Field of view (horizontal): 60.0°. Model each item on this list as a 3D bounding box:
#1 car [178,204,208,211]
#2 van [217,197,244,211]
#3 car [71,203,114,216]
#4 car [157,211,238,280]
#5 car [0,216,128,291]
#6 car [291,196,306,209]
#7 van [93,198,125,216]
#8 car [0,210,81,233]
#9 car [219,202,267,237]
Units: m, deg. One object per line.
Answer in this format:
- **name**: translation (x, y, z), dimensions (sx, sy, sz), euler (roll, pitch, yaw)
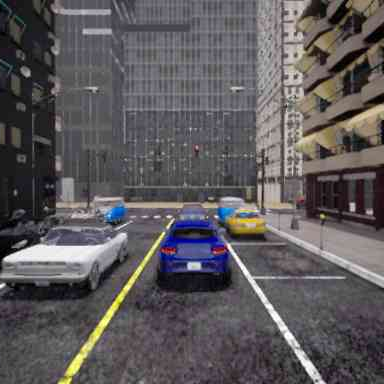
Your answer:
- **car**: translation (0.055, 1.494, 21.422), dimensions (2.033, 1.411, 5.357), euler (0, 0, 1)
- **van**: translation (2.671, 1.285, 22.876), dimensions (1.690, 1.788, 3.998), euler (-1, 0, 0)
- **car**: translation (-5.705, 1.507, 17.302), dimensions (2.008, 1.369, 4.403), euler (-1, 0, 0)
- **car**: translation (0.055, 1.502, 9.710), dimensions (1.812, 1.442, 4.674), euler (0, 0, 0)
- **car**: translation (-3.099, 1.578, 9.075), dimensions (1.895, 1.301, 4.718), euler (0, 0, 0)
- **car**: translation (15.226, 1.242, 42.210), dimensions (5.009, 1.841, 2.192), euler (0, 1, 0)
- **van**: translation (-5.709, 1.284, 22.903), dimensions (1.690, 1.788, 3.998), euler (-1, 0, 0)
- **car**: translation (-5.703, 1.536, 11.699), dimensions (1.947, 1.339, 4.313), euler (-1, 0, 0)
- **car**: translation (2.675, 1.482, 17.445), dimensions (1.752, 1.417, 4.829), euler (-1, 0, 0)
